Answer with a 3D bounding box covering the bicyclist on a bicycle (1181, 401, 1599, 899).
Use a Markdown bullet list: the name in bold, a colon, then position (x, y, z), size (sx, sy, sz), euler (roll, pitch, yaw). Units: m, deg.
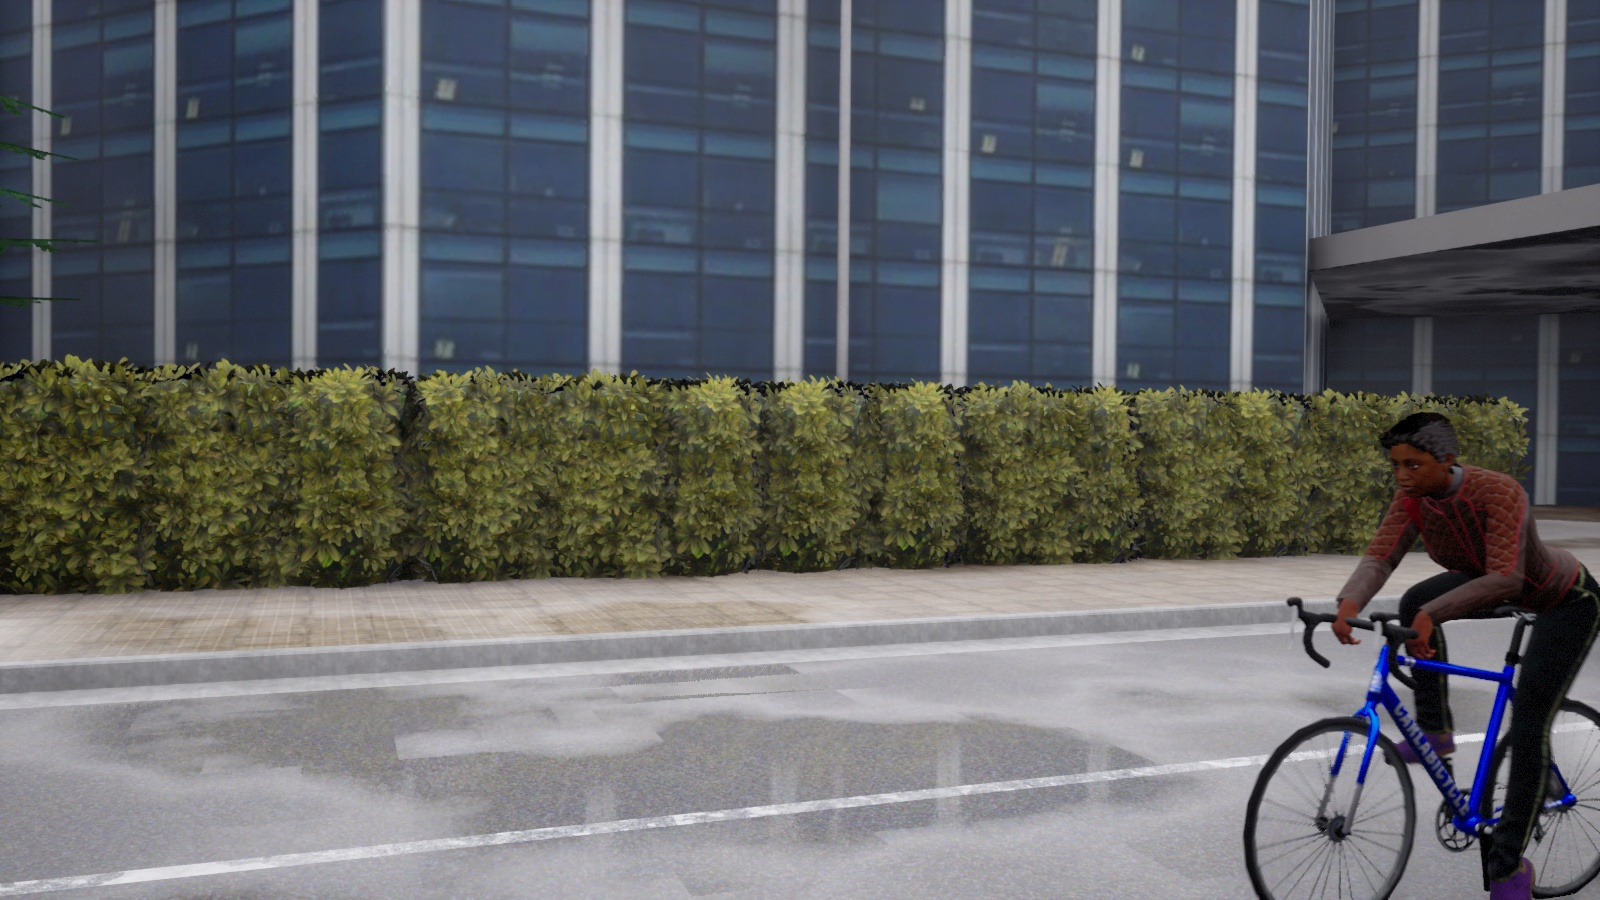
- **bicyclist on a bicycle**: position (2.097, 0.662, 4.035), size (1.656, 1.620, 0.582), euler (-1, 1, -21)
